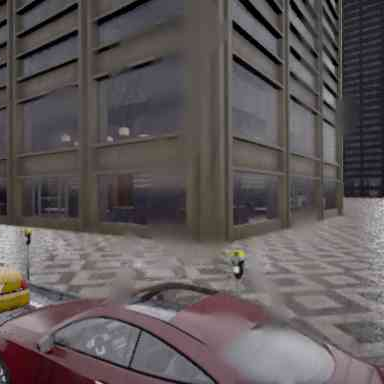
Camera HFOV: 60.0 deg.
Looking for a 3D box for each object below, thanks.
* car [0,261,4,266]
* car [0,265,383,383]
[{"bbox_3d":[-5.111,1.577,6.606,4.829,1.417,1.752,0,0,35],"label":"car"},{"bbox_3d":[-0.397,1.595,3.246,4.206,1.307,1.802,0,0,35],"label":"car"}]
